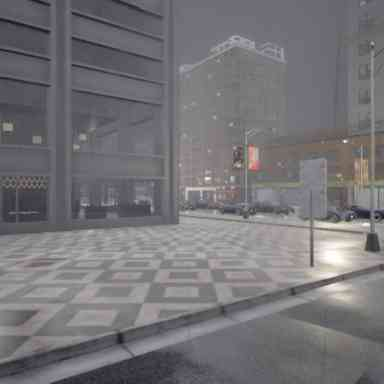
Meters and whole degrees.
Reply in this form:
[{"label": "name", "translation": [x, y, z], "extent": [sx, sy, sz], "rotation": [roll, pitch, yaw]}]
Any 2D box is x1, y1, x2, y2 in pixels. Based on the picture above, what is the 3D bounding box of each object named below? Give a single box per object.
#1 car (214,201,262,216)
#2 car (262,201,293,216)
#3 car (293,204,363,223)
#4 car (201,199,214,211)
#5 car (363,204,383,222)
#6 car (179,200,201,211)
[{"label": "car", "translation": [4.583, 1.640, 33.738], "extent": [1.994, 1.385, 4.181], "rotation": [0, 0, -36]}, {"label": "car", "translation": [8.018, 1.617, 34.519], "extent": [2.033, 1.411, 5.357], "rotation": [0, 0, -36]}, {"label": "car", "translation": [10.394, 1.602, 25.680], "extent": [1.994, 1.385, 4.181], "rotation": [0, 0, -36]}, {"label": "car", "translation": [1.810, 1.652, 43.132], "extent": [2.033, 1.411, 5.357], "rotation": [0, 0, -36]}, {"label": "car", "translation": [13.665, 1.632, 26.698], "extent": [1.895, 1.301, 4.718], "rotation": [0, 0, -36]}, {"label": "car", "translation": [-1.286, 1.673, 41.885], "extent": [1.994, 1.385, 4.181], "rotation": [0, 0, -35]}]
